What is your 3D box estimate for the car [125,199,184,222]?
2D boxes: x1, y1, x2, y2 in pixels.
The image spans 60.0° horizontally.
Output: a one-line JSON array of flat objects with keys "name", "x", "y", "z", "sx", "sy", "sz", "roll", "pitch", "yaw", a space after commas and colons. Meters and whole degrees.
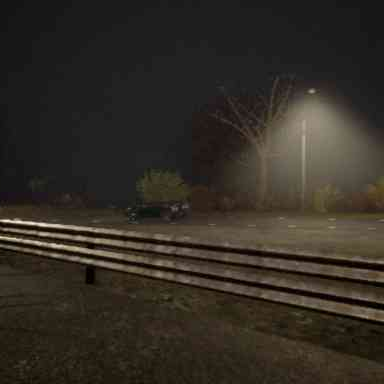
[{"name": "car", "x": -3.349, "y": 1.467, "z": 28.228, "sx": 4.553, "sy": 1.767, "sz": 2.097, "roll": 0, "pitch": 0, "yaw": 13}]

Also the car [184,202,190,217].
[{"name": "car", "x": -2.534, "y": 1.454, "z": 31.632, "sx": 4.553, "sy": 1.767, "sz": 2.097, "roll": 0, "pitch": 0, "yaw": 13}]
